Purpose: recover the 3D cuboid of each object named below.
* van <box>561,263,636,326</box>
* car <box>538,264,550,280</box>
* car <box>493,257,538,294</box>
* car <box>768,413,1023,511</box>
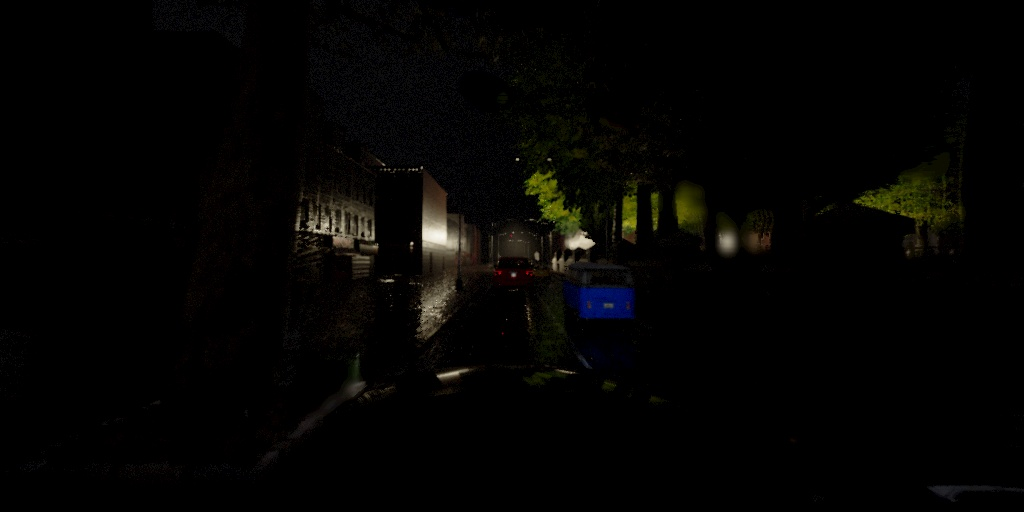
[{"bbox_3d":[2.633,1.129,11.654,1.690,1.789,3.998,0,0,0],"label":"van"},{"bbox_3d":[2.622,1.411,33.621,1.751,1.417,4.829,0,0,0],"label":"car"},{"bbox_3d":[0.086,1.050,20.843,2.150,2.045,5.566,0,0,0],"label":"car"},{"bbox_3d":[2.639,1.297,0.755,2.007,1.370,4.403,0,0,0],"label":"car"}]
